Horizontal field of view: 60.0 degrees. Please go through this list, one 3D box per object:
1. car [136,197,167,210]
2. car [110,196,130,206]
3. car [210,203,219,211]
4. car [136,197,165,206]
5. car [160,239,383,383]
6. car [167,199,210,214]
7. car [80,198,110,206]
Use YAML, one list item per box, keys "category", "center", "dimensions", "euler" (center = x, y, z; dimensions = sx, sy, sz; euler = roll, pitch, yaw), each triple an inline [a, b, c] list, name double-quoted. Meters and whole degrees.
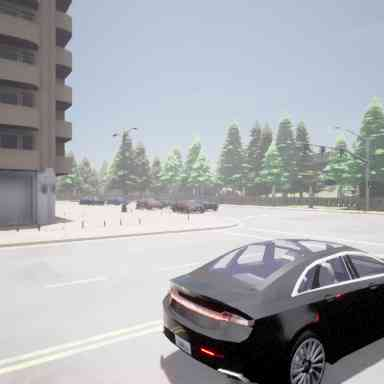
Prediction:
- category: "car"
  center: [-5.444, 1.470, 42.091]
  dimensions: [1.812, 1.442, 4.674]
  euler: [0, 0, -36]
- category: "car"
  center: [-12.350, 1.470, 55.300]
  dimensions: [4.674, 1.442, 1.812]
  euler: [0, 0, 39]
- category: "car"
  center: [1.063, 1.545, 38.971]
  dimensions: [1.895, 1.301, 4.718]
  euler: [0, 0, -35]
- category: "car"
  center: [-6.975, 1.492, 55.547]
  dimensions: [2.033, 1.411, 5.357]
  euler: [0, 0, -45]
- category: "car"
  center: [1.880, 1.492, 5.129]
  dimensions: [4.902, 1.511, 2.128]
  euler: [0, 0, -35]
- category: "car"
  center: [-0.405, 1.508, 34.929]
  dimensions: [1.994, 1.385, 4.181]
  euler: [0, 0, -35]
- category: "car"
  center: [-15.951, 1.545, 53.756]
  dimensions: [4.718, 1.301, 1.895]
  euler: [0, 0, 35]
